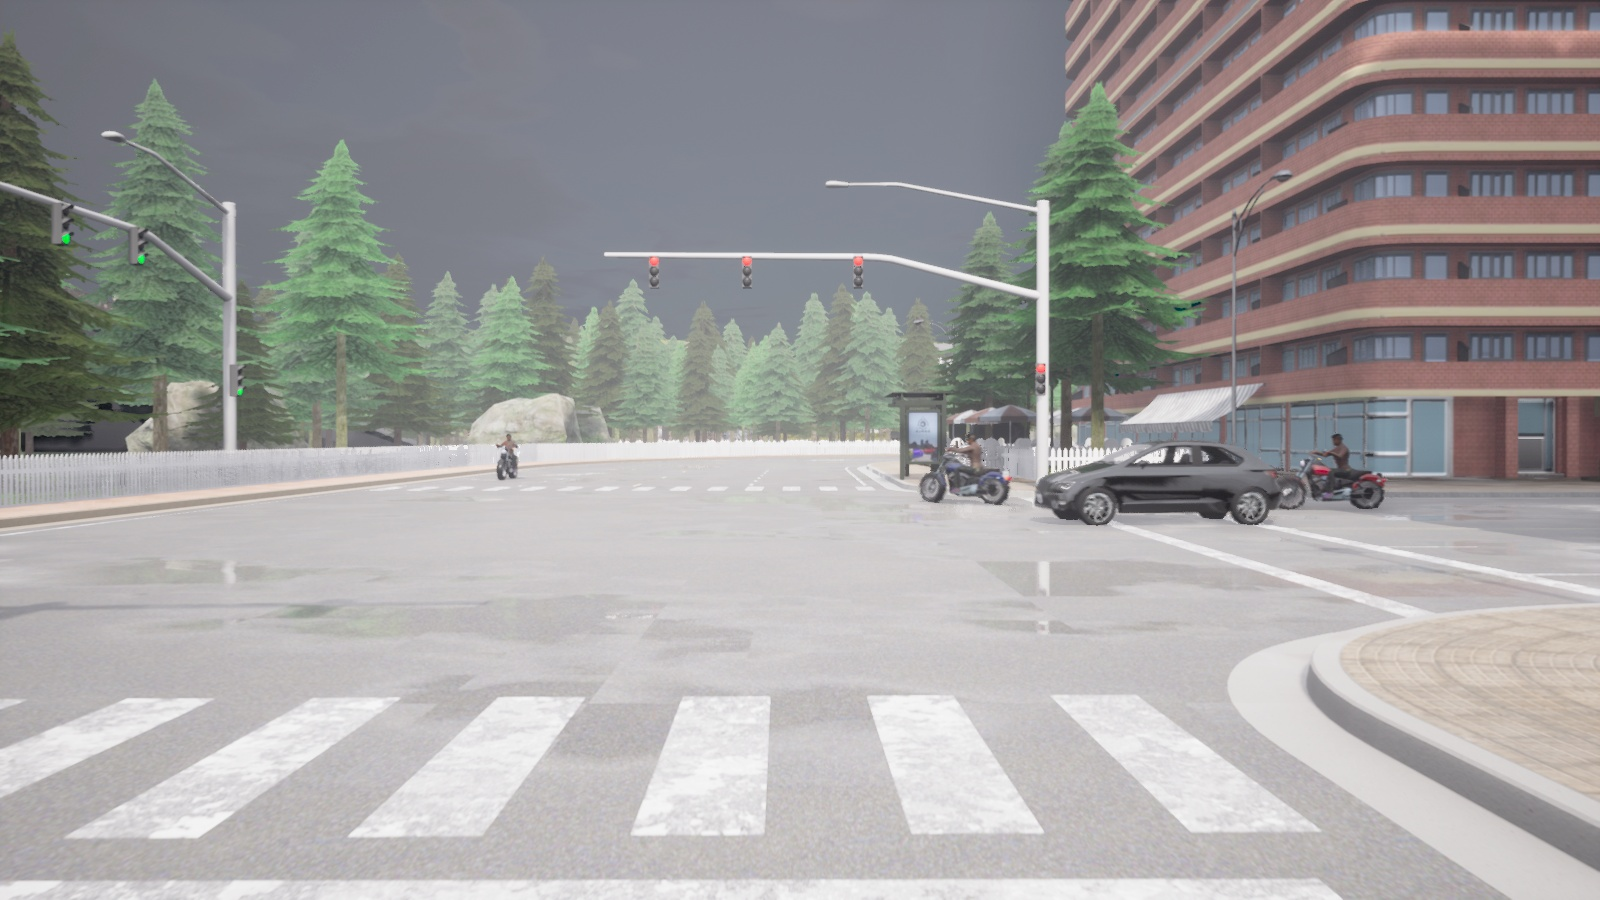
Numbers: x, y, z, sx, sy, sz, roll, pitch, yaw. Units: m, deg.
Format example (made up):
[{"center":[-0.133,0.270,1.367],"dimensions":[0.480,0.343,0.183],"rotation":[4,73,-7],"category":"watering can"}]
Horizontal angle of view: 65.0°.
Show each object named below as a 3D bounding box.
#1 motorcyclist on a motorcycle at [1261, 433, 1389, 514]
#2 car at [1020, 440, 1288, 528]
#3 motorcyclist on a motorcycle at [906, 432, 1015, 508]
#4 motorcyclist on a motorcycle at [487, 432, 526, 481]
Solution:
[{"center":[10.925,0.476,26.170],"dimensions":[2.350,1.649,0.766],"rotation":[0,1,0],"category":"motorcyclist on a motorcycle"},{"center":[6.224,0.573,22.339],"dimensions":[4.193,1.474,1.816],"rotation":[0,1,-6],"category":"car"},{"center":[3.612,0.439,28.363],"dimensions":[2.350,1.649,0.766],"rotation":[0,-1,39],"category":"motorcyclist on a motorcycle"},{"center":[-10.232,0.212,43.861],"dimensions":[0.766,1.649,2.350],"rotation":[0,1,0],"category":"motorcyclist on a motorcycle"}]
